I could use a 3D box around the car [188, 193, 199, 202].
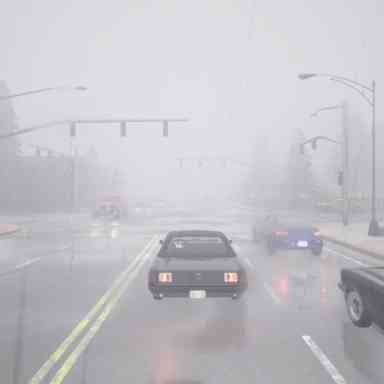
[{"bbox_3d":[0.306,1.225,74.932,2.150,2.045,5.566,0,0,0],"label":"car"}]

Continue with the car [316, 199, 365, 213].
[{"bbox_3d":[16.069,1.478,36.137,5.008,1.535,1.882,0,0,0],"label":"car"}]

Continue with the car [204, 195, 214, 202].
[{"bbox_3d":[3.810,1.355,75.038,2.097,1.767,4.553,0,0,0],"label":"car"}]

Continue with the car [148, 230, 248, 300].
[{"bbox_3d":[0.097,1.601,8.361,1.895,1.301,4.718,0,0,0],"label":"car"}]

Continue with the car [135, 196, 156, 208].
[{"bbox_3d":[-6.899,1.352,48.362,2.097,1.767,4.553,0,0,0],"label":"car"}]

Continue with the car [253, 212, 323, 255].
[{"bbox_3d":[3.633,1.526,13.153,1.812,1.442,4.674,0,0,0],"label":"car"}]

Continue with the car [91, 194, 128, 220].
[{"bbox_3d":[-6.984,1.221,28.807,2.150,2.045,5.566,0,0,0],"label":"car"}]

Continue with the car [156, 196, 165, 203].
[{"bbox_3d":[-6.733,1.565,68.436,1.994,1.385,4.181,0,0,0],"label":"car"}]

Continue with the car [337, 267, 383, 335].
[{"bbox_3d":[3.612,1.601,4.050,1.895,1.301,4.718,0,0,0],"label":"car"}]
